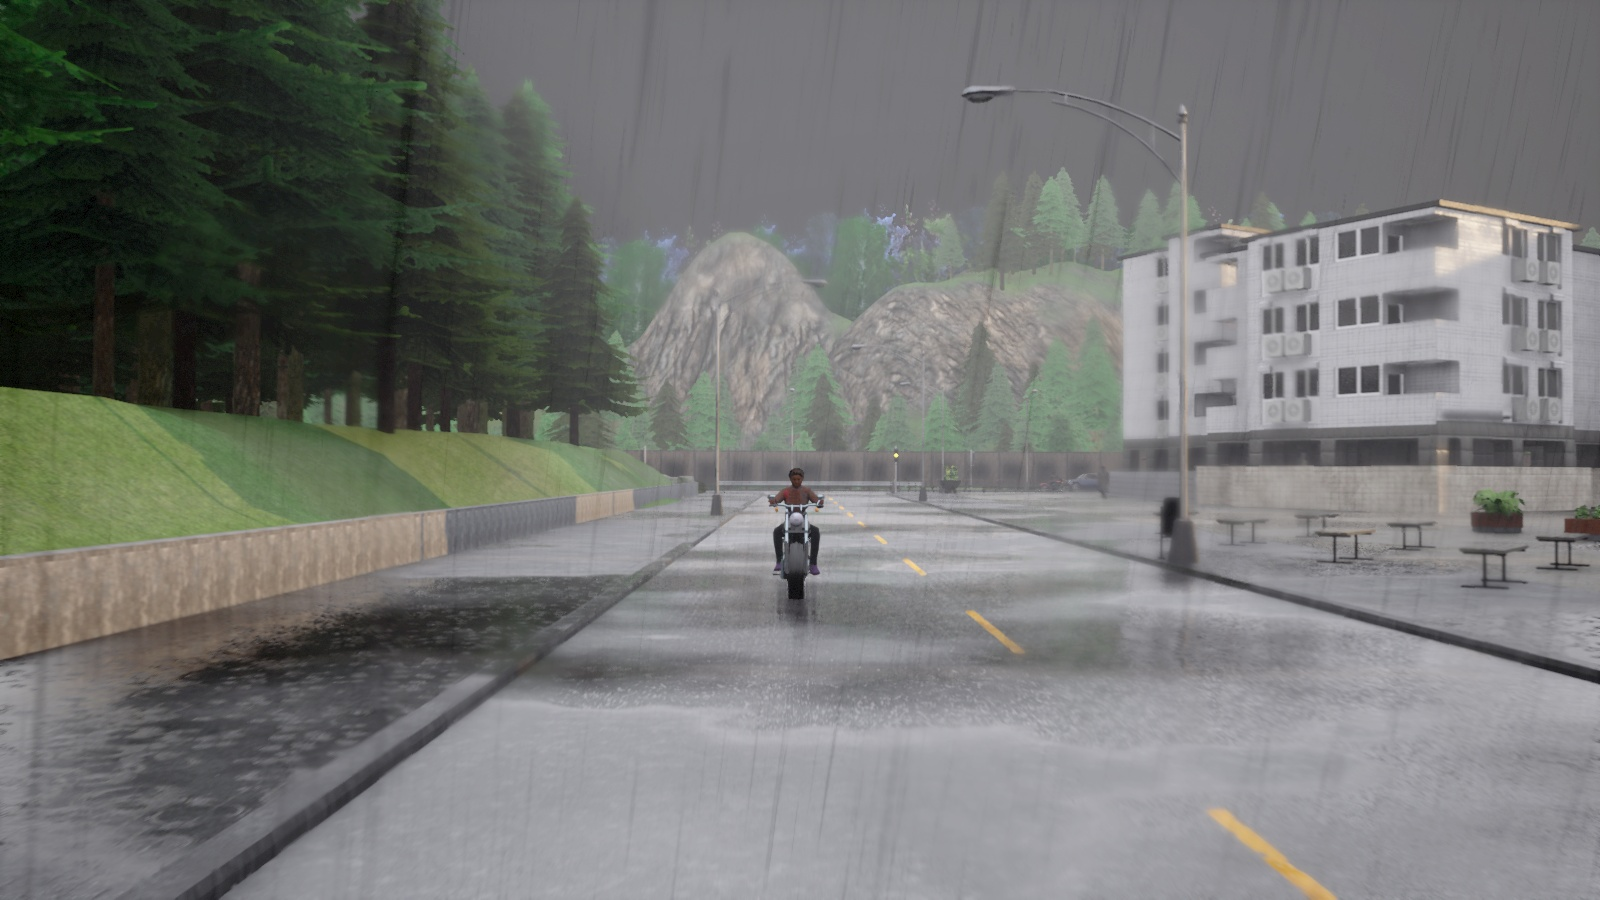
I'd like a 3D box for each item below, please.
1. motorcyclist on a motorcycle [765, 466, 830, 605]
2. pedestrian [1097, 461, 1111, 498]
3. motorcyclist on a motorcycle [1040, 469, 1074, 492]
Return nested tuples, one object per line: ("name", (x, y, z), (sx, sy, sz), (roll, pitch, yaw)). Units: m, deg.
("motorcyclist on a motorcycle", (-0.037, 1.035, 16.098), (0.766, 1.649, 2.350), (0, -1, 0))
("pedestrian", (16.571, 1.603, 68.380), (0.659, 1.952, 0.873), (0, -1, 9))
("motorcyclist on a motorcycle", (18.952, 2.240, 92.622), (2.350, 1.649, 0.766), (0, -1, 0))
